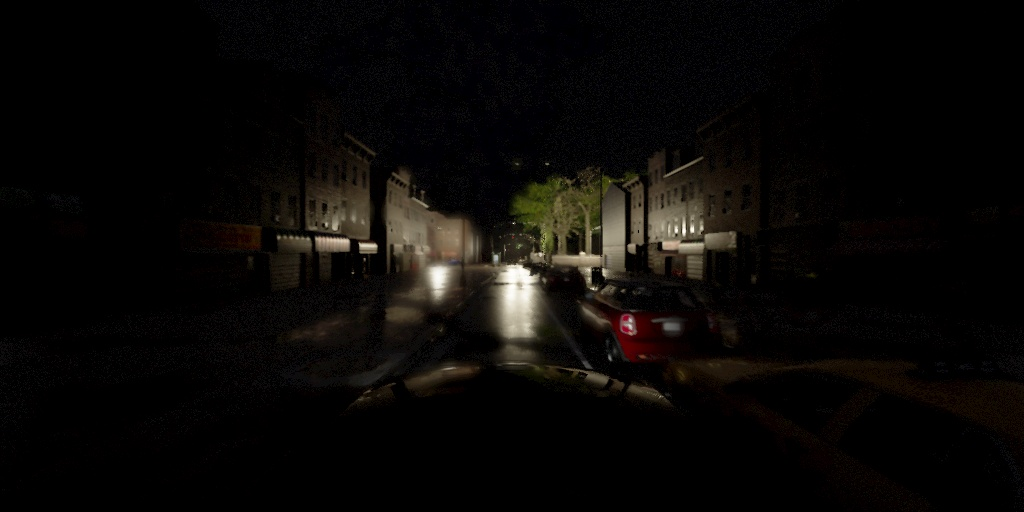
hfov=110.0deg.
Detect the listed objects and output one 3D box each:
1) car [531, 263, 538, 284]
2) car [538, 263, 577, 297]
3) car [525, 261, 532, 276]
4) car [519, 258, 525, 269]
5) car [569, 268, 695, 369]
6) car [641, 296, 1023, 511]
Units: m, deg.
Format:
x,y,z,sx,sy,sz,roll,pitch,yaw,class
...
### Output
x,y,z,sx,sy,sz,roll,pitch,yaw,class
2.635,1.310,24.697,2.007,1.370,4.403,0,0,0,car
2.636,1.193,19.076,1.967,1.591,4.097,0,0,0,car
2.635,1.328,35.941,2.007,1.370,4.403,0,0,0,car
2.633,1.413,58.427,1.948,1.339,4.313,0,0,0,car
2.637,1.189,7.832,1.967,1.591,4.097,0,0,0,car
2.637,1.275,2.379,1.751,1.417,4.829,0,0,0,car
